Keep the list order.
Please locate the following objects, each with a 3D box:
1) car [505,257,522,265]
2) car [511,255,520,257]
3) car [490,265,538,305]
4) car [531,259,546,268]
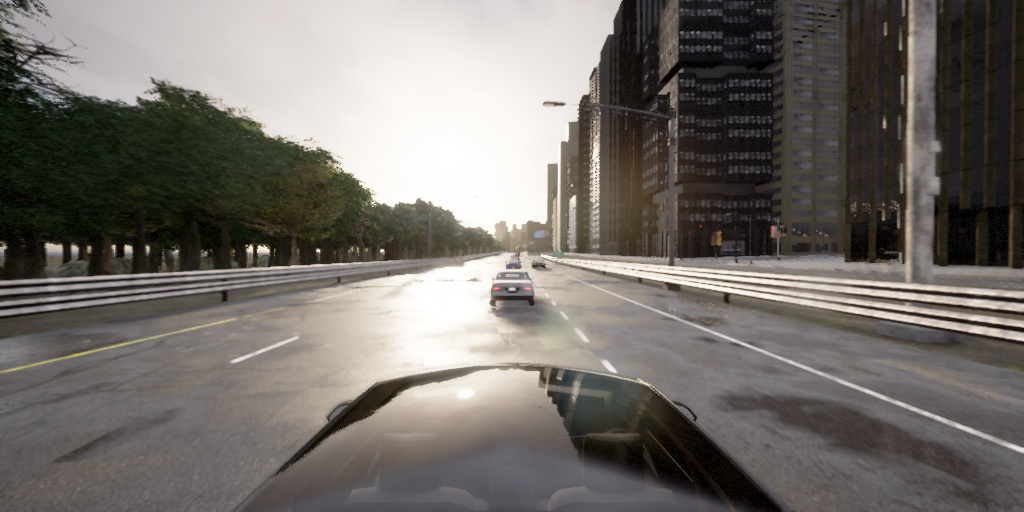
[{"bbox_3d":[0.175,1.135,43.973,1.812,1.442,4.674,0,0,1],"label":"car"},{"bbox_3d":[0.369,0.991,62.502,1.837,1.490,4.892,0,0,1],"label":"car"},{"bbox_3d":[0.014,1.286,16.004,2.033,1.411,5.357,0,0,0],"label":"car"},{"bbox_3d":[3.861,1.151,53.053,1.895,1.301,4.718,0,0,1],"label":"car"}]
